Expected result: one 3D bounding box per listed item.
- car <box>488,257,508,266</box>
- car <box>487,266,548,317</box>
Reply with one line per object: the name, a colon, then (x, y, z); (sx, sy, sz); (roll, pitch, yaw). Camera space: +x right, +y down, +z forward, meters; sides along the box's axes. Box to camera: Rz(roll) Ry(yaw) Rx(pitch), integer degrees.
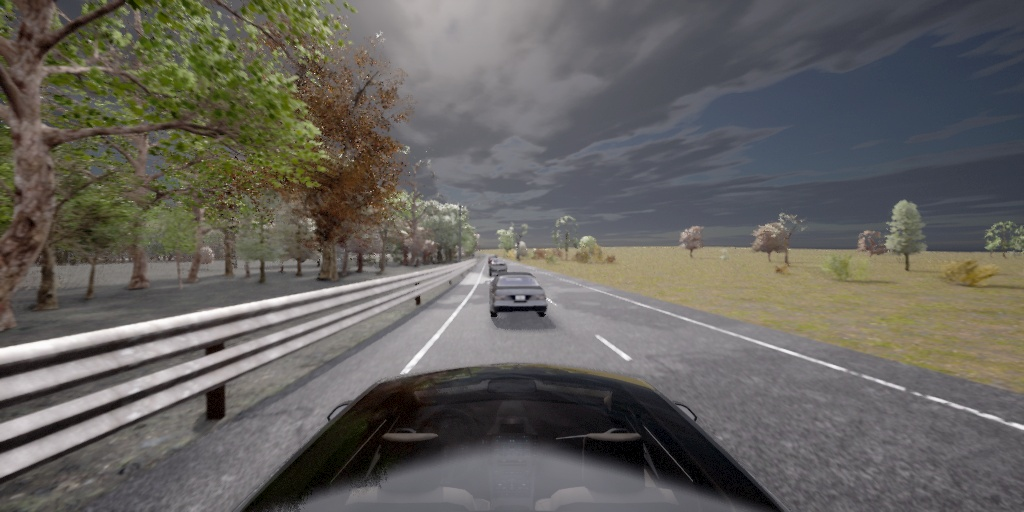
car: (-1.442, 1.183, 37.089); (2.128, 1.511, 4.902); (0, 0, -4)
car: (0.093, 1.281, 13.136); (2.033, 1.411, 5.357); (0, 0, -4)
